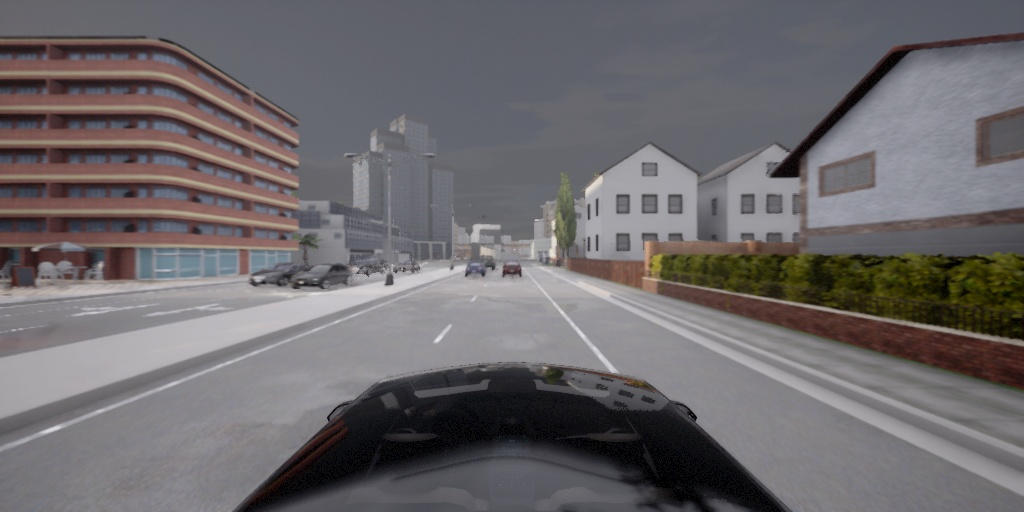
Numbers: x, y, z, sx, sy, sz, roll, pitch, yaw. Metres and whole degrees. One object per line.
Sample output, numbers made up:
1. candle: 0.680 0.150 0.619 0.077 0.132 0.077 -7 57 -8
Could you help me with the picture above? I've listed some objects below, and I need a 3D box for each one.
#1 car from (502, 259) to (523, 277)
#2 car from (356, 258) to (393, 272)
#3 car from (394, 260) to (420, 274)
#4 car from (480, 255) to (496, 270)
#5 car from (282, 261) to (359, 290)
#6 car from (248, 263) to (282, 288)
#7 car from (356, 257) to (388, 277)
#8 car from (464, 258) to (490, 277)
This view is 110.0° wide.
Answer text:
1. car: 0.016 1.181 35.162 1.882 1.535 5.008 0 0 0
2. car: -14.998 0.893 39.530 2.033 1.411 5.357 0 0 0
3. car: -11.498 1.170 39.530 1.994 1.385 4.181 0 0 0
4. car: -3.446 0.907 50.318 2.150 2.045 5.566 0 0 1
5. car: -11.579 1.228 22.134 1.837 1.490 4.892 0 0 0
6. car: -15.071 1.212 23.774 2.128 1.511 4.902 0 0 0
7. car: -11.499 0.854 28.330 2.128 1.511 4.902 0 0 0
8. car: -3.489 1.230 35.209 1.812 1.442 4.674 0 0 0
